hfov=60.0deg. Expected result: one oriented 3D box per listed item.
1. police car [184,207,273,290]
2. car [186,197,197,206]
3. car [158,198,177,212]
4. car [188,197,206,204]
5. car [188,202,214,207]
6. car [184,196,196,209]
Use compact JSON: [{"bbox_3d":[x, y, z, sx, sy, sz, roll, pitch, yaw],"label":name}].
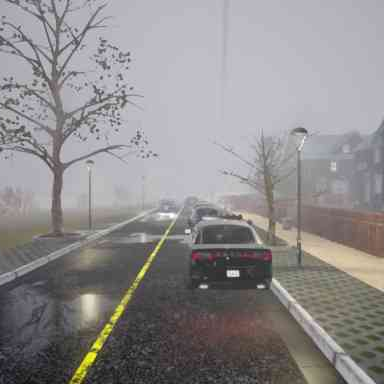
[{"bbox_3d":[0.819,1.425,9.218,1.930,1.638,5.238,0,0,0],"label":"police car"},{"bbox_3d":[-0.042,1.551,56.936,1.812,1.442,4.674,0,0,0],"label":"car"},{"bbox_3d":[-2.778,1.501,38.244,2.128,1.511,4.902,0,0,0],"label":"car"},{"bbox_3d":[0.807,1.459,25.298,1.801,1.575,5.366,0,0,0],"label":"car"},{"bbox_3d":[0.811,1.527,19.108,1.812,1.442,4.674,0,0,0],"label":"car"},{"bbox_3d":[-0.015,1.367,45.845,2.097,1.767,4.553,0,0,0],"label":"car"}]
